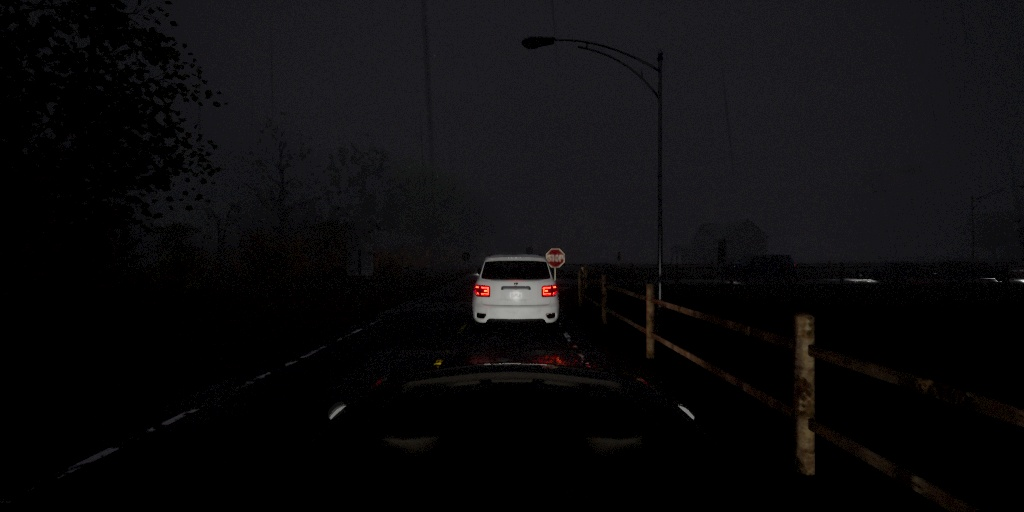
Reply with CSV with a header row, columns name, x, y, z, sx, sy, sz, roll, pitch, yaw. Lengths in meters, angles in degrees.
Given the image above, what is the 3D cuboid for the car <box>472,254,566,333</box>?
name,x,y,z,sx,sy,sz,roll,pitch,yaw
car,0.098,0.971,10.831,2.150,2.045,5.566,0,0,0

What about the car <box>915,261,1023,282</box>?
name,x,y,z,sx,sy,sz,roll,pitch,yaw
car,33.038,1.078,25.980,4.902,1.511,2.128,0,0,-1

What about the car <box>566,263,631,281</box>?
name,x,y,z,sx,sy,sz,roll,pitch,yaw
car,6.902,1.274,29.158,5.357,1.411,2.033,0,0,9

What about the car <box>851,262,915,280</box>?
name,x,y,z,sx,sy,sz,roll,pitch,yaw
car,30.674,1.167,28.887,5.357,1.411,2.033,0,0,-1

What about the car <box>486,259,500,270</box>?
name,x,y,z,sx,sy,sz,roll,pitch,yaw
car,-2.827,1.239,53.384,1.812,1.442,4.674,0,0,0

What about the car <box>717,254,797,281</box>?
name,x,y,z,sx,sy,sz,roll,pitch,yaw
car,19.550,0.891,28.705,5.566,2.045,2.150,0,0,-1

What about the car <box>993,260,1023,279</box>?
name,x,y,z,sx,sy,sz,roll,pitch,yaw
car,42.490,1.090,29.051,4.674,1.442,1.812,-1,0,0

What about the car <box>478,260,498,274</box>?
name,x,y,z,sx,sy,sz,roll,pitch,yaw
car,-2.837,1.277,43.119,2.033,1.411,5.357,0,0,0

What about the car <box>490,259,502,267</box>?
name,x,y,z,sx,sy,sz,roll,pitch,yaw
car,-2.800,1.255,64.791,1.994,1.385,4.181,0,0,0
